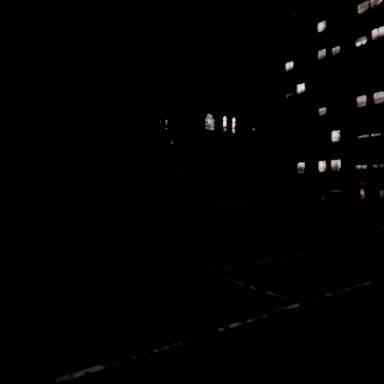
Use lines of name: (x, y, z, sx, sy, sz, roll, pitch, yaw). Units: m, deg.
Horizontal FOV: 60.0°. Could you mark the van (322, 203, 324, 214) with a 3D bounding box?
van: (10.908, 1.588, 32.790, 1.690, 1.788, 3.998, -2, 0, -36)
